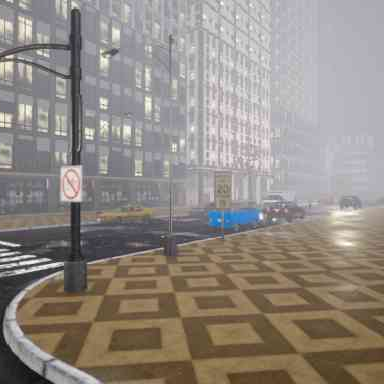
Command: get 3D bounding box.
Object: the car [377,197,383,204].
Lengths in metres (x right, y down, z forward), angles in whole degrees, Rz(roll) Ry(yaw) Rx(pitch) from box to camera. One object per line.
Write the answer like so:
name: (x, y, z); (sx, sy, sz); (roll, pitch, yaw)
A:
car: (38.250, 1.658, 66.489); (1.947, 1.339, 4.313); (0, 0, 38)

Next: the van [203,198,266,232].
van: (2.676, 1.368, 20.234); (1.690, 1.788, 3.998); (0, 0, 38)

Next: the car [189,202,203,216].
car: (1.412, 1.604, 31.672); (1.802, 1.307, 4.206); (0, 0, 38)

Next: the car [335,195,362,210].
car: (21.250, 1.368, 44.471); (2.192, 1.841, 5.009); (0, 0, 38)

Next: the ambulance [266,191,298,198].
ambulance: (10.284, 1.063, 38.963); (2.351, 2.431, 6.366); (0, 0, 38)

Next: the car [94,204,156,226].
car: (-4.708, 1.540, 23.958); (1.752, 1.417, 4.829); (0, 0, 38)

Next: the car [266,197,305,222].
car: (7.649, 1.472, 26.855); (1.967, 1.590, 4.097); (0, 0, 38)

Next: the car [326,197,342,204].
car: (28.614, 1.624, 66.902); (2.008, 1.369, 4.403); (0, 0, 38)

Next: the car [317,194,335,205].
car: (25.214, 1.381, 62.499); (2.192, 1.841, 5.009); (0, 0, 38)
